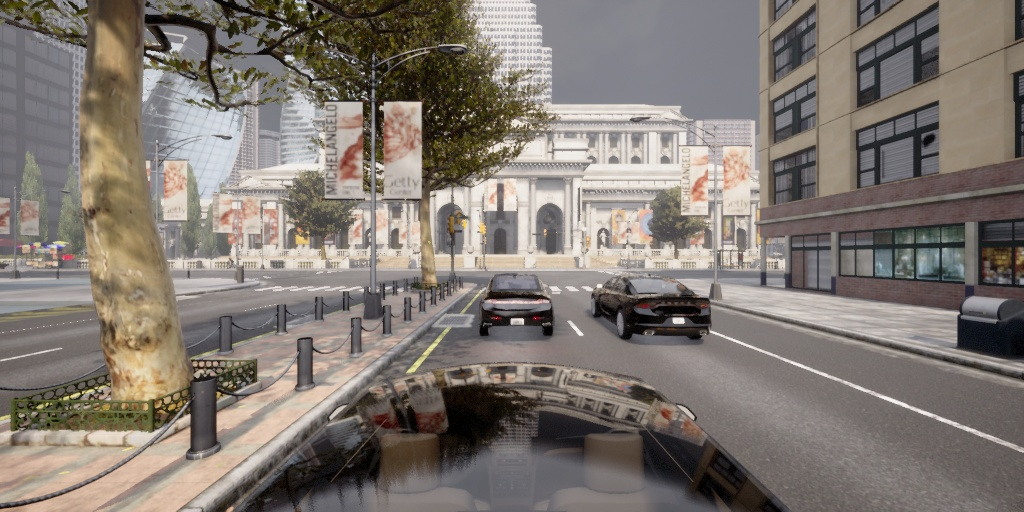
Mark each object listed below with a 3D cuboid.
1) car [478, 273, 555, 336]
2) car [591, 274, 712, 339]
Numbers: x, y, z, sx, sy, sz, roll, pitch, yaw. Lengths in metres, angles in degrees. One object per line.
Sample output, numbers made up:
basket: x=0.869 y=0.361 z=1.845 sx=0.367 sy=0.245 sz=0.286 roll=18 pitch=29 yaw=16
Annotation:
car: x=0.080 y=1.242 z=10.376 sx=2.128 sy=1.511 sz=4.902 roll=0 pitch=0 yaw=-1
car: x=3.565 y=1.228 z=10.109 sx=1.882 sy=1.535 sz=5.008 roll=0 pitch=0 yaw=0
